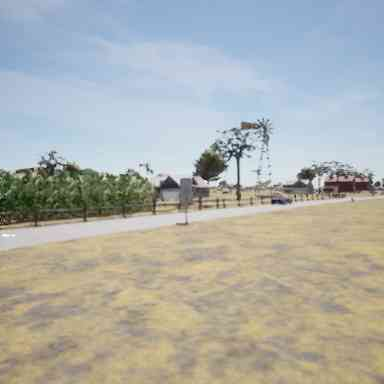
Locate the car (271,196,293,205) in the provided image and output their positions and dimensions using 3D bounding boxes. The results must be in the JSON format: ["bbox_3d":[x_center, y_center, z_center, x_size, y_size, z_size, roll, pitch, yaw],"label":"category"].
[{"bbox_3d":[13.549,1.253,50.192,1.895,1.301,4.718,-1,0,36],"label":"car"}]
